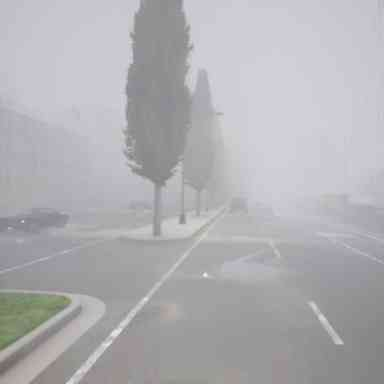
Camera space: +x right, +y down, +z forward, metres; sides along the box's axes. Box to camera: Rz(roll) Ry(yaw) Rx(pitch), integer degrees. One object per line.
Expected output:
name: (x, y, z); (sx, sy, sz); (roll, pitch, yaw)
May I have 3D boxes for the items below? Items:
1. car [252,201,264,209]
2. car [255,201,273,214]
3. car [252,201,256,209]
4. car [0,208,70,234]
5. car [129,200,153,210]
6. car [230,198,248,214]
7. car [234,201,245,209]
car: (12.399, 2.436, 62.587); (1.994, 1.385, 4.181); (1, -1, 8)
car: (9.941, 2.175, 45.132); (1.812, 1.442, 4.674); (1, -1, 8)
car: (11.207, 2.363, 53.915); (1.895, 1.301, 4.718); (1, -1, 9)
car: (-9.164, 1.602, 19.457); (1.895, 1.301, 4.718); (1, -1, 8)
car: (-7.258, 1.779, 47.324); (1.994, 1.385, 4.181); (3, 0, -41)
car: (6.316, 1.788, 44.489); (2.150, 2.045, 5.566); (1, -1, 9)
car: (8.937, 2.369, 63.094); (1.994, 1.385, 4.181); (1, -1, 8)
